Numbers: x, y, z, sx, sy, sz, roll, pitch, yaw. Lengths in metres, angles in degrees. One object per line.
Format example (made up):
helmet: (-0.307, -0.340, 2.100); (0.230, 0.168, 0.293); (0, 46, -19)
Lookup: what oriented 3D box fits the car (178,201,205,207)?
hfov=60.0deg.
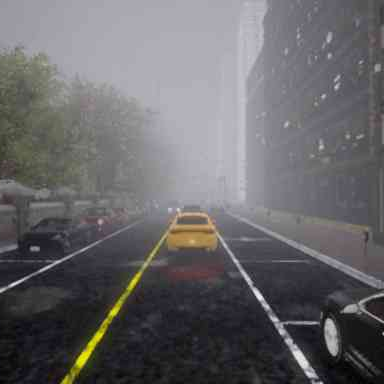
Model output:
car: (0.012, 1.806, 28.503); (1.837, 1.490, 4.892); (0, 0, 0)

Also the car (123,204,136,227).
car: (-5.695, 1.847, 25.329); (1.802, 1.307, 4.206); (0, -1, 0)

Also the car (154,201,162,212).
car: (-5.779, 2.053, 47.481); (2.008, 1.369, 4.403); (0, -1, 0)

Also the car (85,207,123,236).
car: (-5.693, 1.647, 19.792); (1.967, 1.590, 4.097); (0, -1, 0)

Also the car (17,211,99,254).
car: (-5.692, 1.714, 14.252); (1.947, 1.339, 4.313); (0, -1, 0)

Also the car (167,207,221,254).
car: (0.021, 1.626, 14.246); (1.882, 1.535, 5.008); (0, 0, 0)

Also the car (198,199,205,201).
car: (2.666, 2.560, 90.939); (1.947, 1.339, 4.313); (0, -1, 0)

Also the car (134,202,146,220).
car: (-5.696, 1.847, 30.697); (1.752, 1.417, 4.829); (0, -1, 0)

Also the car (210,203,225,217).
car: (2.682, 1.935, 36.411); (2.008, 1.369, 4.403); (0, -1, 0)

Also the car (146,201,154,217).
car: (-5.698, 1.823, 36.407); (1.967, 1.590, 4.097); (0, -1, 0)

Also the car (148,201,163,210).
car: (-5.832, 2.108, 53.021); (1.887, 1.381, 4.507); (0, -1, 0)

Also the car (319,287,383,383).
car: (2.692, 1.585, 3.180); (2.008, 1.369, 4.403); (0, -1, 0)

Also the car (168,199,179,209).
car: (-3.036, 2.132, 58.566); (1.837, 1.490, 4.892); (0, -1, 0)
